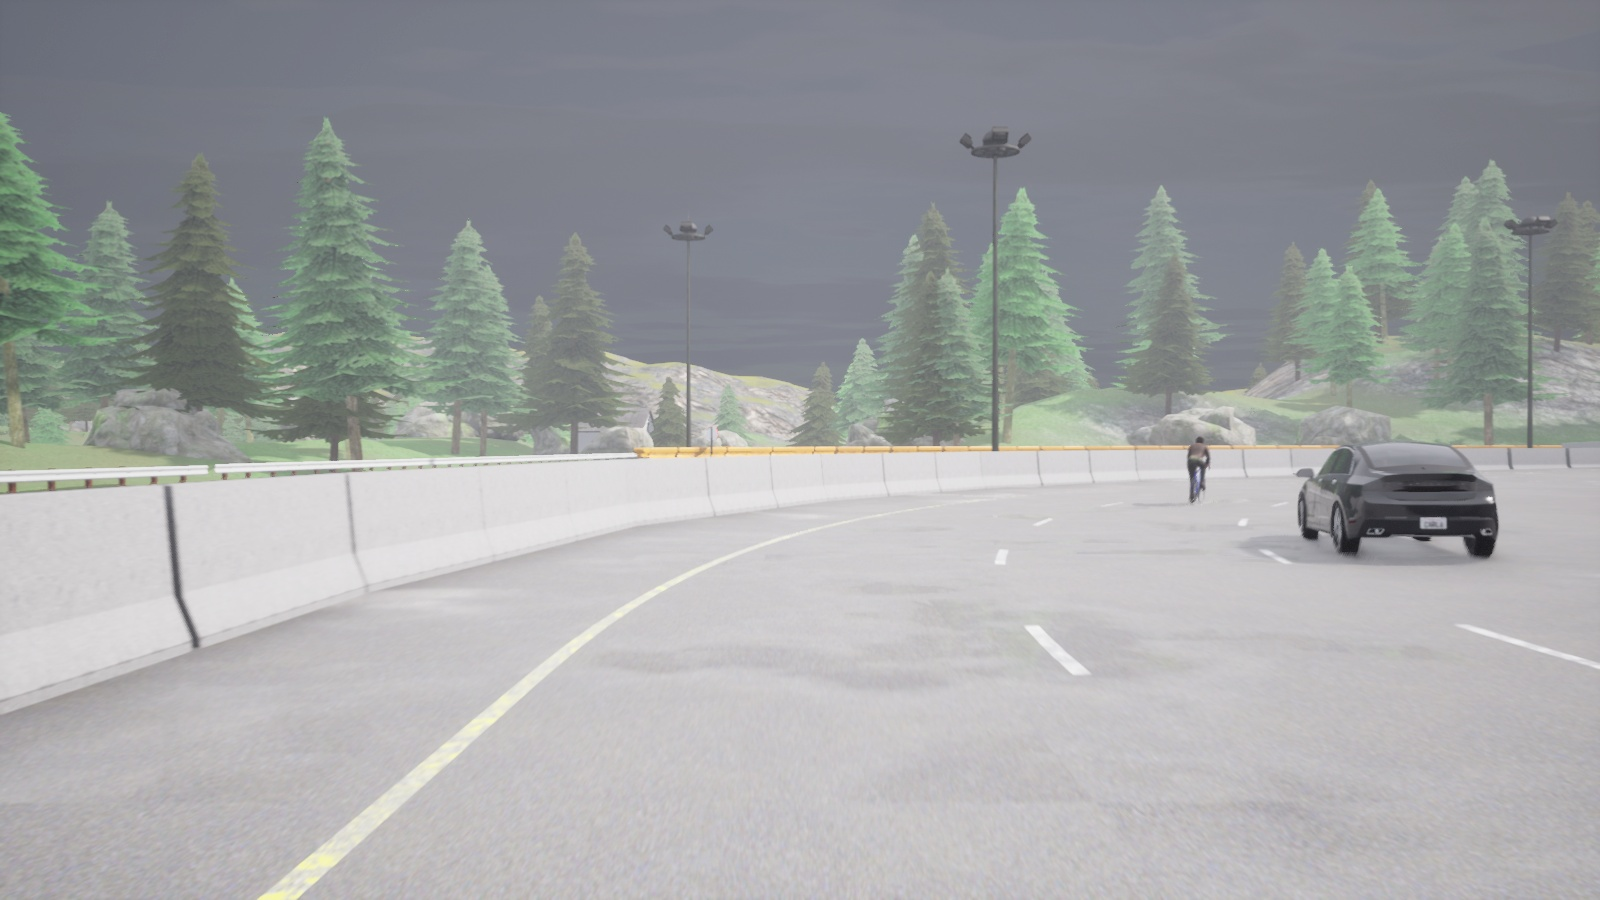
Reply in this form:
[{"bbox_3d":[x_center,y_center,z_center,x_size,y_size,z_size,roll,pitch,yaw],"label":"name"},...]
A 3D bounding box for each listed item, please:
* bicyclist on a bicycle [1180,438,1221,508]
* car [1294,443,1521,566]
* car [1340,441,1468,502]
[{"bbox_3d":[9.503,0.525,29.767,0.582,1.620,1.656,1,1,29],"label":"bicyclist on a bicycle"},{"bbox_3d":[8.344,0.651,17.726,1.837,1.490,4.892,0,0,13],"label":"car"},{"bbox_3d":[16.205,0.508,33.536,2.128,1.511,4.902,0,0,37],"label":"car"}]
